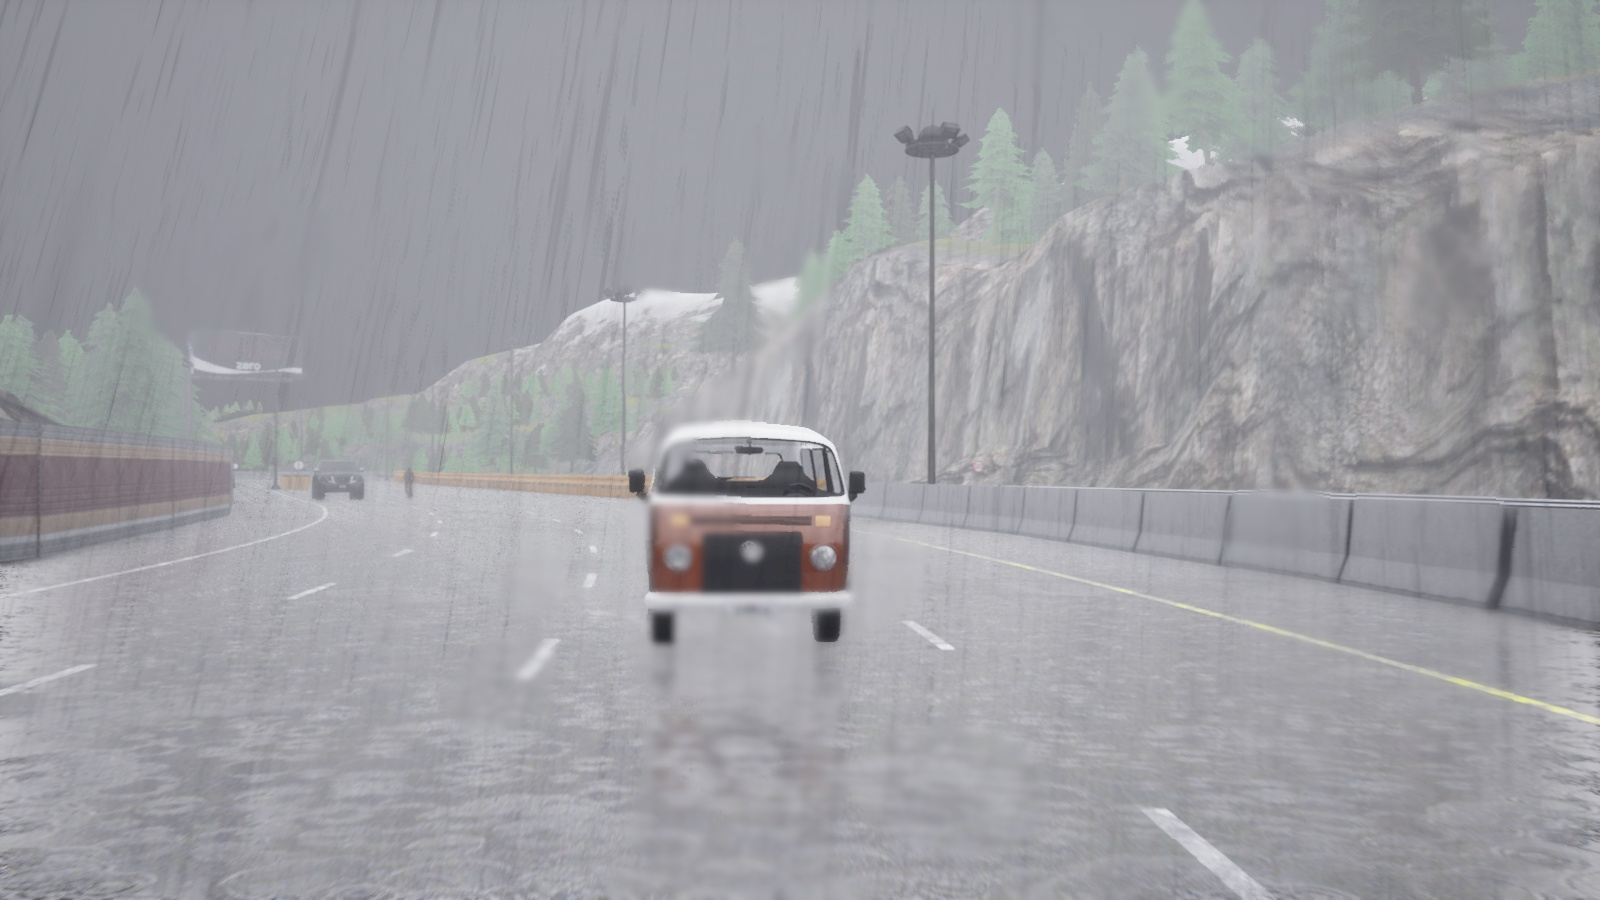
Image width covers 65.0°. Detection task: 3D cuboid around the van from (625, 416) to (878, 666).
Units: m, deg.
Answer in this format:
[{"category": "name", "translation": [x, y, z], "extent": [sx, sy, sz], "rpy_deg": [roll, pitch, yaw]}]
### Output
[{"category": "van", "translation": [-0.592, 0.745, 12.546], "extent": [2.069, 2.038, 4.480], "rpy_deg": [0, 0, -5]}]

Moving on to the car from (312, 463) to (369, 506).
[{"category": "car", "translation": [-23.201, 1.695, 63.243], "extent": [2.150, 2.045, 5.566], "rpy_deg": [0, -1, -26]}]
